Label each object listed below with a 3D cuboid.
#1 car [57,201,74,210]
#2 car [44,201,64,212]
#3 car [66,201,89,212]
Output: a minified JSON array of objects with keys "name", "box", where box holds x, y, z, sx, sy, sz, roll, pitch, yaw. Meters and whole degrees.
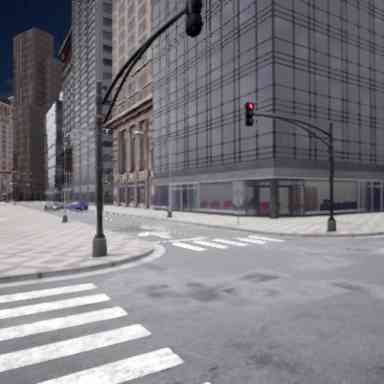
[{"name":"car","box":[-21.840,2.298,57.501,1.994,1.385,4.181,0,-1,-31]},{"name":"car","box":[-21.378,2.155,50.960,2.128,1.511,4.902,0,-1,-31]},{"name":"car","box":[-16.641,2.081,48.974,1.882,1.535,5.008,0,-1,-31]}]
